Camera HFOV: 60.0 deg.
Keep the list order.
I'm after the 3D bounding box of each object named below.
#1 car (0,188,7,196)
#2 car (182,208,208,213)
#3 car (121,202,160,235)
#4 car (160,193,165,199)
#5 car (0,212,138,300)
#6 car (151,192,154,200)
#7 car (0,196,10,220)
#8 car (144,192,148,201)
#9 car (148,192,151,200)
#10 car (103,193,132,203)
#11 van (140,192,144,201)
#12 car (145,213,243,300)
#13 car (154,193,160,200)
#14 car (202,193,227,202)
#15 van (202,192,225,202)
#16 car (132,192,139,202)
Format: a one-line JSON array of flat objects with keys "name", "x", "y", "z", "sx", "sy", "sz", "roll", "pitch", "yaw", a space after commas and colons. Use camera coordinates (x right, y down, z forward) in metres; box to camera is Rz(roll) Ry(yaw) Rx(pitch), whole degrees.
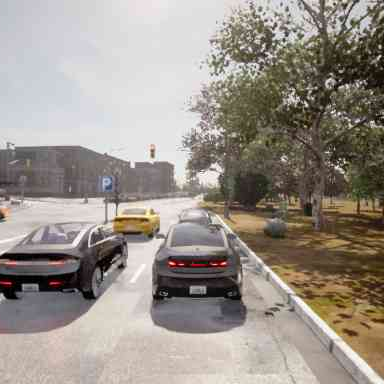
[{"name": "car", "x": -31.165, "y": 0.137, "z": 54.147, "sx": 2.002, "sy": 1.452, "sz": 4.674, "roll": 6, "pitch": -3, "yaw": -19}, {"name": "car", "x": 0.156, "y": 1.572, "z": 18.099, "sx": 2.033, "sy": 1.411, "sz": 5.357, "roll": 0, "pitch": 0, "yaw": 1}, {"name": "car", "x": -2.842, "y": 1.502, "z": 17.874, "sx": 1.882, "sy": 1.535, "sz": 5.008, "roll": 0, "pitch": 0, "yaw": 0}, {"name": "car", "x": -11.003, "y": 1.065, "z": 90.220, "sx": 5.566, "sy": 2.045, "sz": 2.435, "roll": -1, "pitch": 0, "yaw": -12}, {"name": "car", "x": -2.892, "y": 1.501, "z": 8.382, "sx": 2.128, "sy": 1.511, "sz": 4.902, "roll": 0, "pitch": 0, "yaw": 0}, {"name": "car", "x": -12.268, "y": 1.359, "z": 81.231, "sx": 4.674, "sy": 1.452, "sz": 2.002, "roll": -1, "pitch": 0, "yaw": -13}, {"name": "car", "x": -16.627, "y": 1.404, "z": 25.473, "sx": 4.553, "sy": 1.767, "sz": 2.185, "roll": -1, "pitch": 0, "yaw": -19}, {"name": "car", "x": -13.013, "y": 1.322, "z": 75.234, "sx": 4.892, "sy": 1.521, "sz": 2.231, "roll": -1, "pitch": 0, "yaw": -14}, {"name": "car", "x": -12.640, "y": 1.360, "z": 78.230, "sx": 4.674, "sy": 1.452, "sz": 2.002, "roll": -1, "pitch": 0, "yaw": -13}, {"name": "car", "x": -14.444, "y": 1.359, "z": 63.279, "sx": 4.792, "sy": 1.488, "sz": 2.163, "roll": -1, "pitch": 0, "yaw": -15}, {"name": "van", "x": -13.241, "y": 1.093, "z": 72.263, "sx": 4.442, "sy": 1.987, "sz": 1.878, "roll": -1, "pitch": 0, "yaw": -14}, {"name": "car", "x": 0.109, "y": 1.514, "z": 8.397, "sx": 1.837, "sy": 1.490, "sz": 4.892, "roll": 0, "pitch": 0, "yaw": 0}, {"name": "car", "x": -11.453, "y": 1.358, "z": 87.213, "sx": 4.674, "sy": 1.452, "sz": 2.002, "roll": -1, "pitch": 0, "yaw": -12}, {"name": "car", "x": 4.667, "y": 1.142, "z": 68.843, "sx": 4.553, "sy": 1.767, "sz": 2.185, "roll": 1, "pitch": 0, "yaw": -14}, {"name": "van", "x": 4.283, "y": 1.043, "z": 65.874, "sx": 4.442, "sy": 1.987, "sz": 1.878, "roll": 1, "pitch": 0, "yaw": -14}, {"name": "car", "x": -13.800, "y": 1.316, "z": 66.271, "sx": 5.366, "sy": 1.575, "sz": 1.946, "roll": -1, "pitch": 0, "yaw": -15}]
